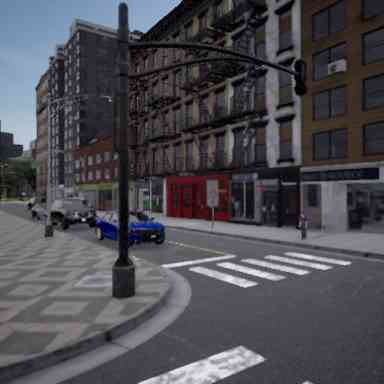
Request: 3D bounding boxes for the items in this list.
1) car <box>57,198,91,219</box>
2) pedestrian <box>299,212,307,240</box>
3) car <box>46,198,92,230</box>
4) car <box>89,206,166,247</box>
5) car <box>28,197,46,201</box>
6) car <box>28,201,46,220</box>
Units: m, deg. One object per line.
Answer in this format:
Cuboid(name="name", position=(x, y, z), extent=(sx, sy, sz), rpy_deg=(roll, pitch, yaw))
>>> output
Cuboid(name="car", position=(-12.789, 1.649, 35.803), extent=(2.150, 2.045, 5.566), rpy_deg=(0, -1, -35))
Cuboid(name="pedestrian", position=(5.115, 1.506, 15.193), extent=(0.375, 1.300, 0.375), rpy_deg=(-1, 0, -35))
Cuboid(name="car", position=(-8.706, 1.514, 24.250), extent=(2.150, 2.045, 5.566), rpy_deg=(0, -1, -35))
Cuboid(name="car", position=(-3.085, 1.645, 16.088), extent=(1.882, 1.535, 5.008), rpy_deg=(0, -1, -36))
Cuboid(name="car", position=(-24.473, 1.848, 52.736), extent=(2.150, 2.045, 5.566), rpy_deg=(0, -1, -35))
Cuboid(name="car", position=(-14.502, 1.906, 32.671), extent=(2.128, 1.511, 4.902), rpy_deg=(0, -1, -34))
